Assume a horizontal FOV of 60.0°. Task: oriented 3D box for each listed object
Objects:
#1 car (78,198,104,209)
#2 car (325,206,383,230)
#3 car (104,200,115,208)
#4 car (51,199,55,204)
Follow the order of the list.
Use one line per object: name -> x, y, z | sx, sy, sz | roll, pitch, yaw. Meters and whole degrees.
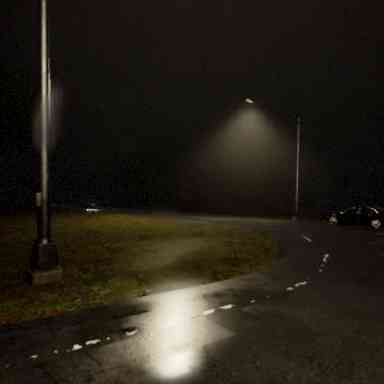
car -> -15.281, 1.671, 48.952 | 2.128, 1.511, 4.902 | 4, -3, -34
car -> 11.482, 1.727, 22.537 | 1.837, 1.490, 4.892 | 4, -3, -35
car -> -16.078, 2.162, 62.369 | 2.128, 1.511, 4.902 | 4, -3, -35
car -> -37.072, 2.500, 86.485 | 1.895, 1.301, 4.718 | 4, -3, -33
